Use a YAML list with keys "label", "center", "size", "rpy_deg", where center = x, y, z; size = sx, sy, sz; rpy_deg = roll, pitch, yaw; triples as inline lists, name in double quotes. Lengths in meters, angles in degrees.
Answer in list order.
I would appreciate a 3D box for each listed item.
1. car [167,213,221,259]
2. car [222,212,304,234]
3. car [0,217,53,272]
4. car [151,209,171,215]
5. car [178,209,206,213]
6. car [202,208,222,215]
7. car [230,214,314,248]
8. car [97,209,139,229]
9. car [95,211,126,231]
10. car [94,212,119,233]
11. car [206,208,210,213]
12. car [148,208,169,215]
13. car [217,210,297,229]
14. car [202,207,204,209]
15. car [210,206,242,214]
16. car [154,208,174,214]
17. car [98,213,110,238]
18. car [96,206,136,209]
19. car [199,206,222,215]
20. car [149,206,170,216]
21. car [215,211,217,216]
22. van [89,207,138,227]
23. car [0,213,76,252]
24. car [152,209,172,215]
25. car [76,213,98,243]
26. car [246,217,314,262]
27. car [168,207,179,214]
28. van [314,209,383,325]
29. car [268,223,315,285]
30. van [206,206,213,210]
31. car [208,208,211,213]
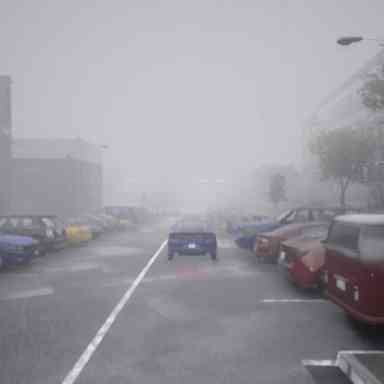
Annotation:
- label: "car"
  center: [0.022, 1.886, 14.372]
  size: [1.882, 1.535, 5.008]
  rpy_deg: [0, -2, 0]
- label: "car"
  center: [4.677, 2.276, 22.538]
  size: [4.792, 1.488, 2.163]
  rpy_deg: [0, -2, 0]
- label: "car"
  center: [-7.687, 1.751, 11.114]
  size: [5.008, 1.535, 2.097]
  rpy_deg: [0, -2, 0]
- label: "car"
  center: [-7.686, 4.916, 82.628]
  size: [4.674, 1.452, 2.002]
  rpy_deg: [0, -3, 0]
- label: "car"
  center: [0.021, 2.544, 29.406]
  size: [1.882, 1.535, 5.008]
  rpy_deg: [0, -2, 0]
- label: "car"
  center: [4.673, 4.569, 78.489]
  size: [4.553, 1.767, 2.185]
  rpy_deg: [0, -3, 0]
- label: "car"
  center: [4.619, 2.032, 16.956]
  size: [4.792, 1.488, 2.163]
  rpy_deg: [0, -3, 0]
- label: "car"
  center: [-7.498, 2.481, 27.971]
  size: [5.366, 1.575, 1.946]
  rpy_deg: [0, -3, 0]
- label: "car"
  center: [-7.680, 2.397, 25.056]
  size: [4.674, 1.452, 2.002]
  rpy_deg: [0, -3, 0]
- label: "car"
  center: [-7.679, 2.280, 22.391]
  size: [4.674, 1.452, 2.002]
  rpy_deg: [0, -2, 0]
- label: "car"
  center: [4.651, 3.102, 42.076]
  size: [4.892, 1.521, 2.231]
  rpy_deg: [0, -3, 0]
- label: "car"
  center: [-7.657, 4.488, 76.640]
  size: [4.553, 1.767, 2.185]
  rpy_deg: [0, -3, 0]
- label: "car"
  center: [4.833, 2.366, 25.330]
  size: [5.366, 1.575, 1.946]
  rpy_deg: [0, -3, 0]
- label: "car"
  center: [4.612, 3.831, 61.618]
  size: [4.553, 1.767, 2.185]
  rpy_deg: [0, -3, 0]
- label: "car"
  center: [4.614, 2.732, 36.501]
  size: [4.553, 1.767, 2.185]
  rpy_deg: [0, -3, 0]
- label: "car"
  center: [-7.875, 5.386, 94.372]
  size: [5.366, 1.575, 1.946]
  rpy_deg: [0, -2, 0]
- label: "car"
  center: [-7.653, 2.148, 19.605]
  size: [4.792, 1.488, 2.163]
  rpy_deg: [0, -3, 0]
- label: "car"
  center: [-7.712, 2.350, 30.645]
  size: [5.566, 2.045, 2.435]
  rpy_deg: [0, -2, 0]
- label: "car"
  center: [4.612, 4.682, 83.951]
  size: [5.566, 2.045, 2.435]
  rpy_deg: [0, -3, 0]
- label: "car"
  center: [-7.717, 4.239, 73.835]
  size: [5.566, 2.045, 2.435]
  rpy_deg: [0, -3, 0]
- label: "car"
  center: [4.675, 2.520, 28.121]
  size: [4.792, 1.488, 2.163]
  rpy_deg: [0, -2, 0]
- label: "van"
  center: [-7.801, 2.497, 33.433]
  size: [4.442, 1.987, 1.878]
  rpy_deg: [0, -2, 0]
- label: "car"
  center: [-7.650, 1.743, 13.907]
  size: [4.553, 1.767, 2.185]
  rpy_deg: [0, -2, 0]
- label: "car"
  center: [-7.719, 5.034, 85.565]
  size: [4.792, 1.488, 2.163]
  rpy_deg: [0, -3, 0]
- label: "car"
  center: [-7.867, 1.993, 16.817]
  size: [5.366, 1.575, 1.946]
  rpy_deg: [0, -3, 0]
- label: "car"
  center: [4.648, 1.764, 11.434]
  size: [5.008, 1.535, 2.097]
  rpy_deg: [0, -3, 0]
- label: "car"
  center: [-3.037, 4.063, 63.500]
  size: [1.837, 1.490, 4.892]
  rpy_deg: [0, -2, 1]
- label: "van"
  center: [4.766, 1.356, 5.826]
  size: [4.442, 1.987, 1.878]
  rpy_deg: [0, -2, 0]
- label: "car"
  center: [4.679, 1.691, 8.603]
  size: [4.792, 1.488, 2.163]
  rpy_deg: [0, -2, 0]
- label: "van"
  center: [4.528, 2.998, 44.877]
  size: [4.442, 1.987, 1.878]
  rpy_deg: [0, -3, 0]
- label: "car"
  center: [4.639, 2.980, 39.285]
  size: [4.892, 1.521, 2.231]
  rpy_deg: [0, -3, 0]
